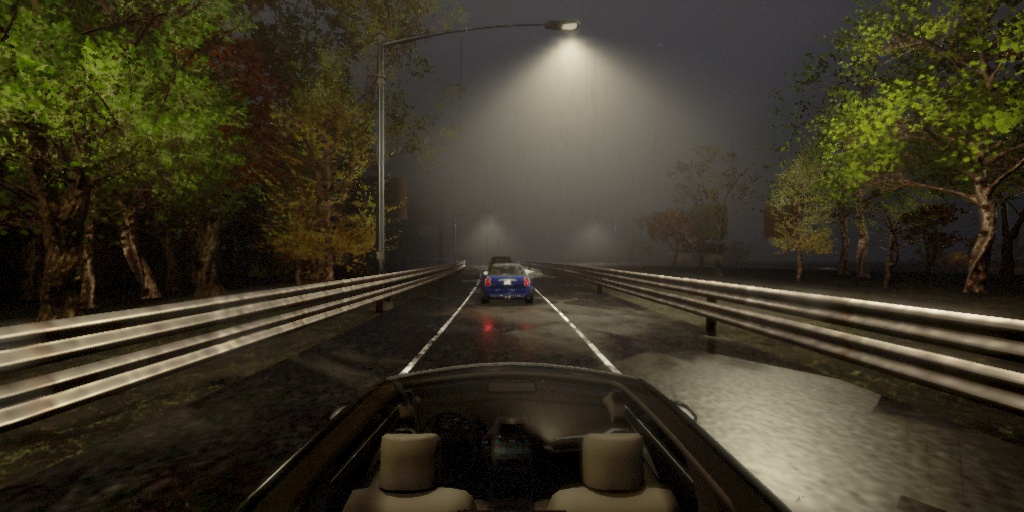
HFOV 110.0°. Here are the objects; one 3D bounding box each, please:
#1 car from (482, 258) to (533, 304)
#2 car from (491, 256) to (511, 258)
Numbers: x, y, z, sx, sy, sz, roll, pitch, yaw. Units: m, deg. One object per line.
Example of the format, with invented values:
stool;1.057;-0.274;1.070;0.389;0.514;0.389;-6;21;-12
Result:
car;-0.252;1.110;16.553;2.097;1.767;4.553;0;0;-2
car;-1.013;1.000;31.656;2.150;2.045;5.566;0;0;-4
